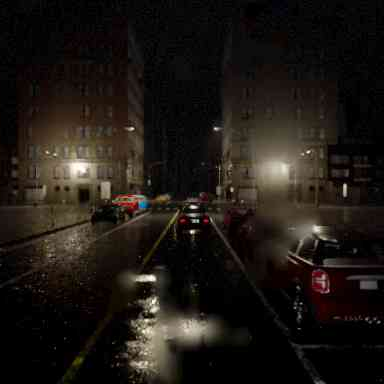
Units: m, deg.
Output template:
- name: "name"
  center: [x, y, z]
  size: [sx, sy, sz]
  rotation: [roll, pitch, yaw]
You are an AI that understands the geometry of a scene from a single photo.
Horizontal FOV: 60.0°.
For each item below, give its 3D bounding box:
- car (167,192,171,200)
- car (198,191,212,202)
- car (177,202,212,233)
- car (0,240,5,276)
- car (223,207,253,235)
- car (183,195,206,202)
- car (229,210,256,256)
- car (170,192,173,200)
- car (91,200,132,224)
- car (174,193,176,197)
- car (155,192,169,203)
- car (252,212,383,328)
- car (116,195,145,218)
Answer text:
- name: "car"
  center: [-5.861, 1.312, 67.856]
  size: [1.947, 1.339, 4.313]
  rotation: [0, 0, 0]
- name: "car"
  center: [2.666, 1.091, 62.172]
  size: [2.192, 1.841, 5.009]
  rotation: [0, 0, 0]
- name: "car"
  center: [0.100, 1.498, 19.098]
  size: [2.033, 1.411, 5.357]
  rotation: [0, 0, 0]
- name: "car"
  center: [-5.859, 1.422, 6.984]
  size: [1.967, 1.590, 4.097]
  rotation: [0, 0, 0]
- name: "car"
  center: [2.666, 1.498, 18.238]
  size: [1.887, 1.381, 4.507]
  rotation: [0, 0, 0]
- name: "car"
  center: [0.074, 1.396, 35.706]
  size: [2.128, 1.511, 4.902]
  rotation: [0, 0, -1]
- name: "car"
  center: [2.667, 1.550, 12.599]
  size: [1.802, 1.307, 4.206]
  rotation: [0, 0, 0]
- name: "car"
  center: [-5.861, 1.242, 73.340]
  size: [1.752, 1.417, 4.829]
  rotation: [0, 0, 0]
- name: "car"
  center: [-5.860, 1.504, 23.903]
  size: [1.947, 1.339, 4.313]
  rotation: [0, 0, 0]
- name: "car"
  center: [-5.861, 0.970, 84.819]
  size: [2.192, 1.841, 5.009]
  rotation: [0, 0, 0]
- name: "car"
  center: [-5.860, 1.301, 62.030]
  size: [1.752, 1.417, 4.829]
  rotation: [0, 0, 0]
- name: "car"
  center: [2.667, 1.423, 6.959]
  size: [1.967, 1.590, 4.097]
  rotation: [0, 0, 0]
- name: "car"
  center: [-5.860, 1.238, 29.543]
  size: [2.192, 1.841, 5.009]
  rotation: [0, 0, 0]
